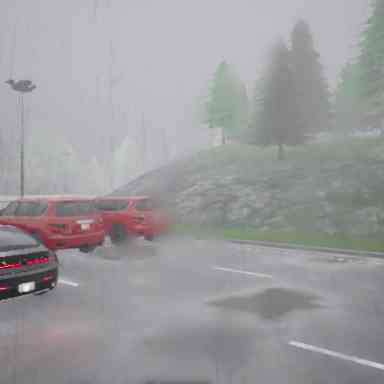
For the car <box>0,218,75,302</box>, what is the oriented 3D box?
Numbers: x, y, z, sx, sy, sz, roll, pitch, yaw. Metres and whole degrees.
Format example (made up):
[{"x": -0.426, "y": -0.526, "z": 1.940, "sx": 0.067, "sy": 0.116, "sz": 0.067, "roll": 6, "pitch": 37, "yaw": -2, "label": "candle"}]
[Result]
[{"x": -4.980, "y": 1.492, "z": 7.502, "sx": 4.892, "sy": 1.490, "sz": 1.837, "roll": 0, "pitch": 0, "yaw": 36, "label": "car"}]

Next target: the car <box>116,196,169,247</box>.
[{"x": -3.598, "y": 1.203, "z": 15.140, "sx": 5.566, "sy": 2.045, "sz": 2.150, "roll": 0, "pitch": 0, "yaw": 36, "label": "car"}]

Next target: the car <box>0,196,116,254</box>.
[{"x": -5.610, "y": 1.203, "z": 12.272, "sx": 5.566, "sy": 2.045, "sz": 2.150, "roll": 0, "pitch": 0, "yaw": 36, "label": "car"}]
